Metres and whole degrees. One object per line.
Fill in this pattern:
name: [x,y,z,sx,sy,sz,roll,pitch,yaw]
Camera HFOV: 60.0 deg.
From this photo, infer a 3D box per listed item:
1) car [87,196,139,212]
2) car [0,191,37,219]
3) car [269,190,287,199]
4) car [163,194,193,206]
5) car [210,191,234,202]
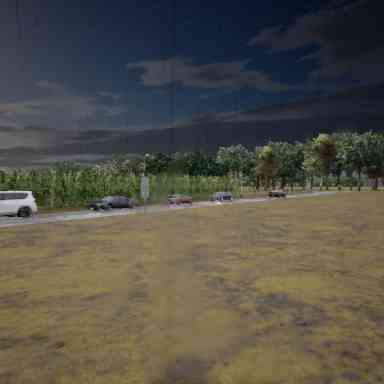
car: [-7.566,1.075,32.370,2.033,1.411,5.357,0,1,35]
car: [-13.860,0.956,23.440,2.150,2.045,5.566,0,1,35]
car: [15.457,0.344,59.900,1.882,1.535,5.008,0,1,35]
car: [-1.656,0.900,40.730,1.994,1.385,4.181,0,1,35]
car: [4.456,0.646,49.342,1.837,1.490,4.892,0,1,35]
